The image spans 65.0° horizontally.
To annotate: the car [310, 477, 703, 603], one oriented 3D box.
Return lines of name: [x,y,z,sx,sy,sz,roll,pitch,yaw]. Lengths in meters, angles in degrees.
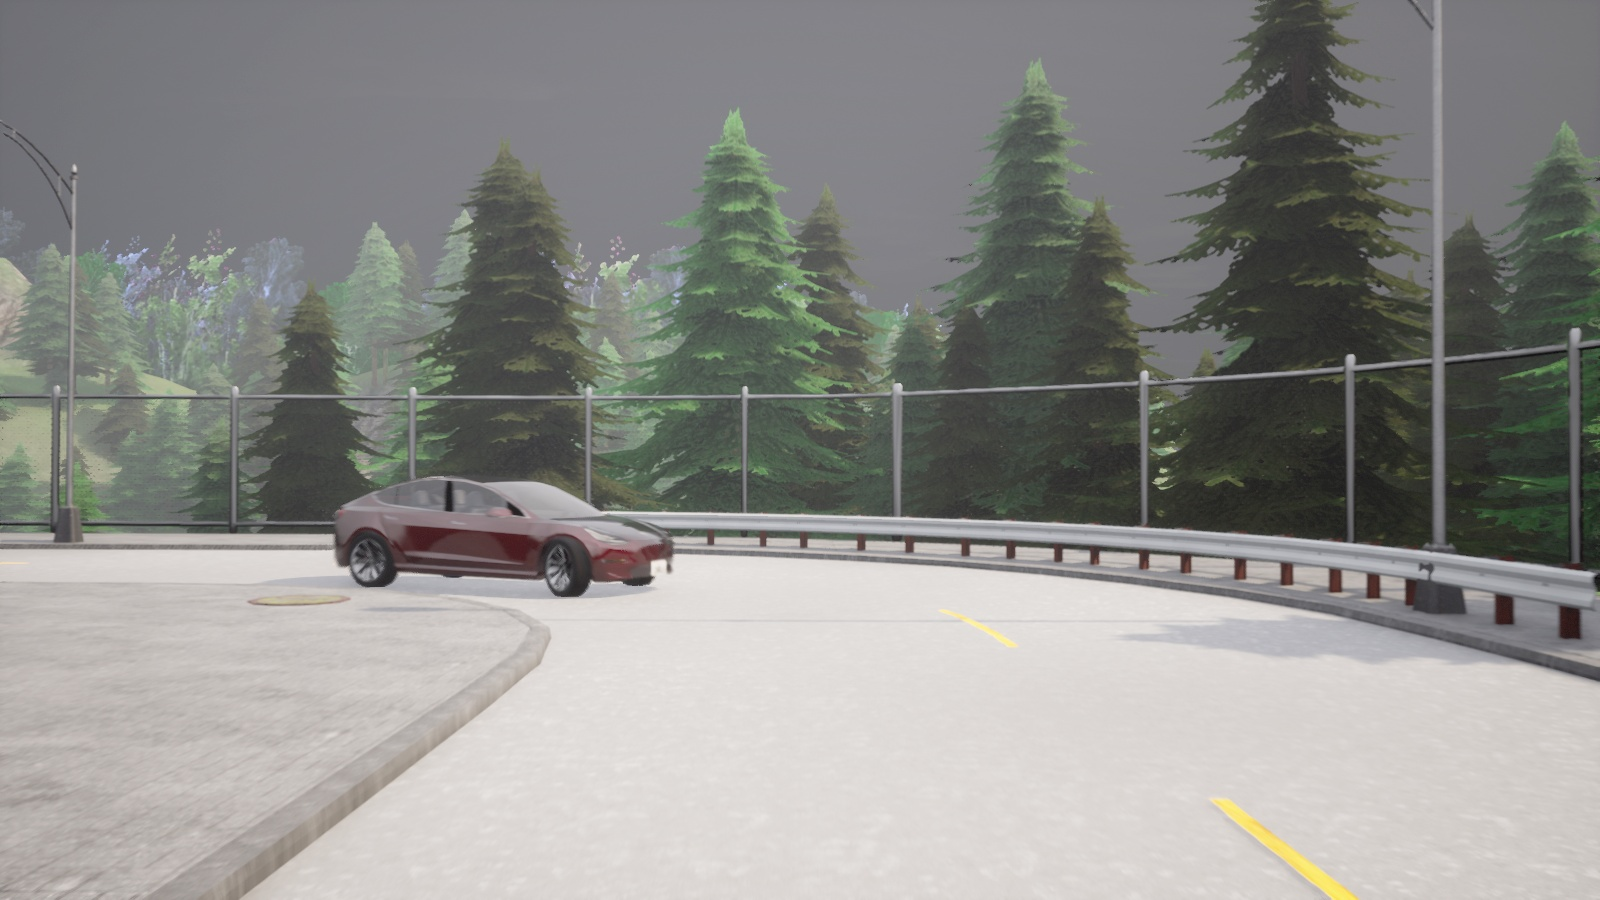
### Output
car: [-3.936,1.114,16.860,4.792,1.488,2.163,-1,-1,23]
